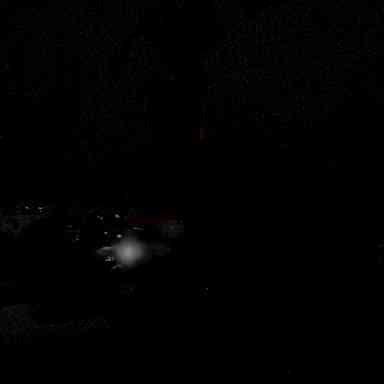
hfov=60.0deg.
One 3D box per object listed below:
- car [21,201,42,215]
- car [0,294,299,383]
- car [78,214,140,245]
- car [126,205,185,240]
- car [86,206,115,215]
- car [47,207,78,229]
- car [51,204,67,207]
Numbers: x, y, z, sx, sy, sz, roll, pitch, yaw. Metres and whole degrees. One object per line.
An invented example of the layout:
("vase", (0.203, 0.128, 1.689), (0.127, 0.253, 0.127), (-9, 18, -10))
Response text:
("car", (-21.839, 2.068, 45.168), (2.097, 1.767, 4.553), (0, 1, -33))
("car", (-1.339, 1.638, 2.467), (4.674, 1.442, 1.812), (0, -2, -25))
("car", (-5.029, 2.256, 19.696), (1.994, 1.385, 4.181), (0, -2, -33))
("car", (-2.680, 1.949, 22.487), (2.150, 2.045, 5.566), (0, -2, -34))
("car", (-8.400, 2.223, 31.121), (2.097, 1.767, 4.553), (0, 0, -34))
("car", (-11.395, 2.407, 29.299), (2.033, 1.411, 5.357), (0, 0, -34))
("car", (-18.540, 2.339, 46.515), (1.895, 1.301, 4.718), (0, 1, -33))
